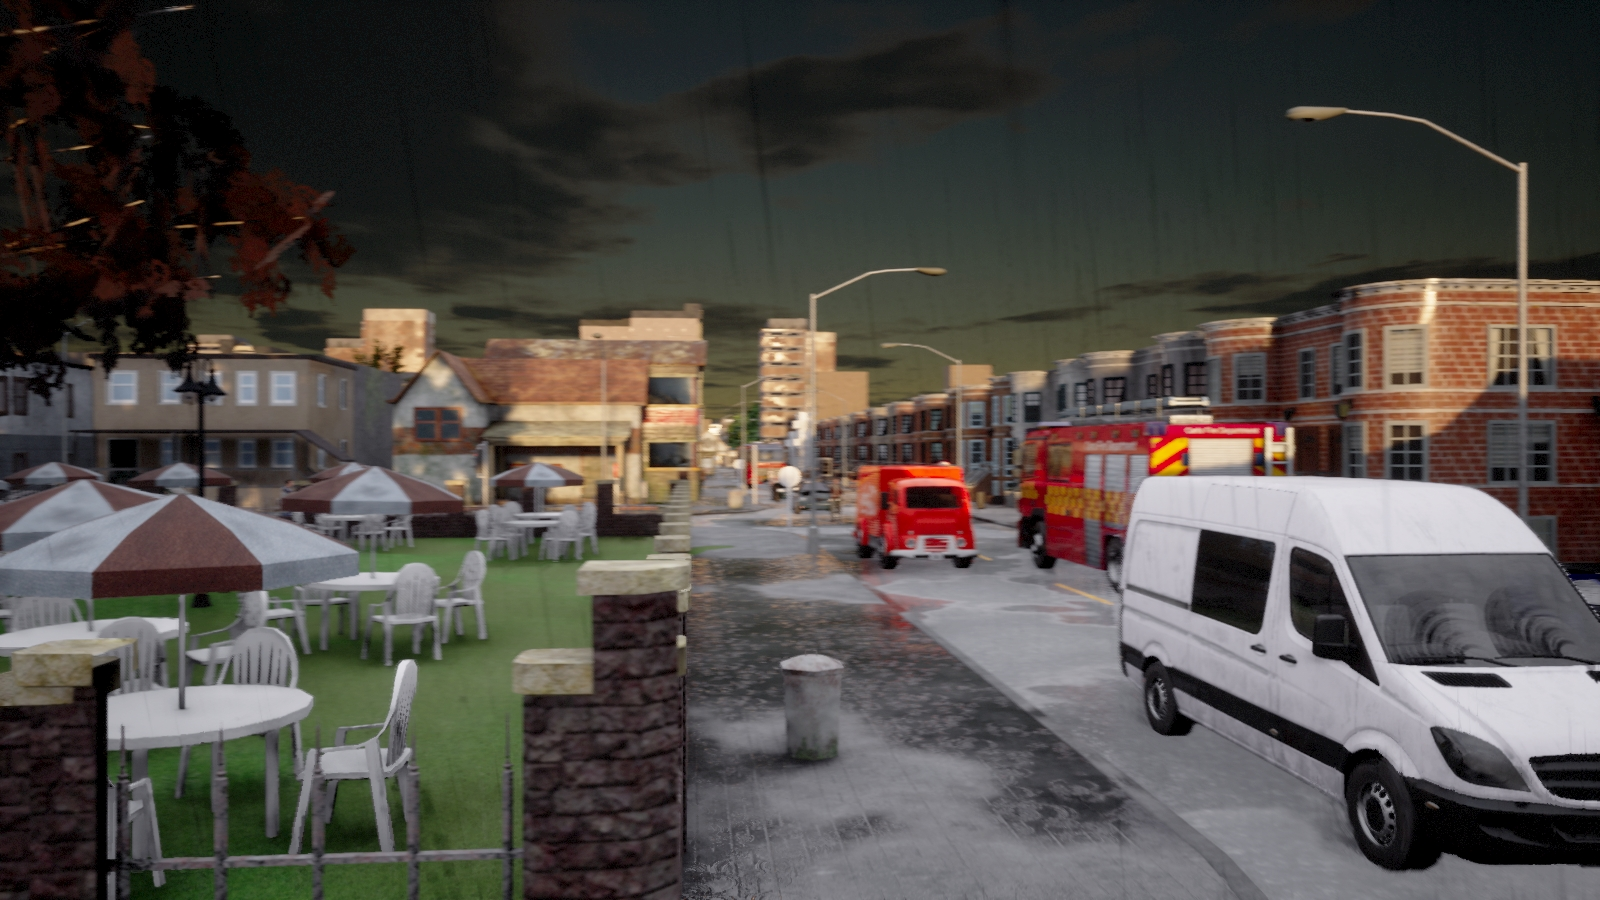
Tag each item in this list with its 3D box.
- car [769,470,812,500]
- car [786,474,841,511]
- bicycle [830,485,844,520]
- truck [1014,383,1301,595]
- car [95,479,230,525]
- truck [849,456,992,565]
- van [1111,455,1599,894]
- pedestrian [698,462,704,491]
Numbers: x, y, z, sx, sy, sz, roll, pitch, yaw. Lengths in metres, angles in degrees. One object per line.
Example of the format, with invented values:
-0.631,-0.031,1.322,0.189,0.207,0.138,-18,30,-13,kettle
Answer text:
-0.570,1.955,65.577,2.038,1.542,4.974,0,0,-5,car
0.584,1.929,53.268,2.038,1.542,4.974,0,0,-5,car
1.434,2.032,44.311,0.329,1.271,1.835,0,0,-5,bicycle
7.312,0.713,25.028,2.891,3.827,8.468,0,0,-6,truck
-23.684,1.904,42.573,3.988,1.617,1.851,0,0,-5,car
2.886,1.405,28.850,2.627,2.467,5.204,0,0,-5,truck
4.687,1.329,9.739,1.988,2.561,5.915,0,0,-5,van
-6.308,1.687,72.933,0.375,1.860,0.375,0,0,-1,pedestrian
